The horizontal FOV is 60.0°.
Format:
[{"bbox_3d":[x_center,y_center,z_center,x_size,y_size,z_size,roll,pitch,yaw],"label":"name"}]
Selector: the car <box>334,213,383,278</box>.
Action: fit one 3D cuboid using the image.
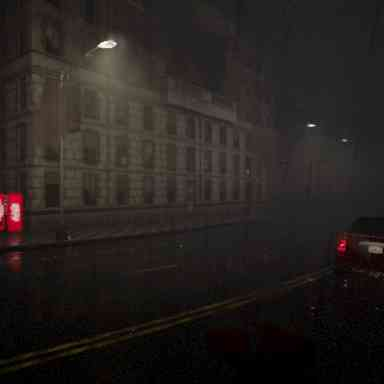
[{"bbox_3d":[5.757,1.353,9.196,4.553,1.767,2.097,0,0,-45],"label":"car"}]
